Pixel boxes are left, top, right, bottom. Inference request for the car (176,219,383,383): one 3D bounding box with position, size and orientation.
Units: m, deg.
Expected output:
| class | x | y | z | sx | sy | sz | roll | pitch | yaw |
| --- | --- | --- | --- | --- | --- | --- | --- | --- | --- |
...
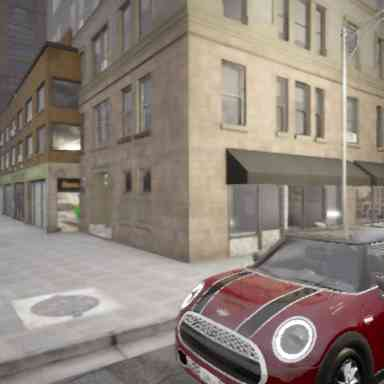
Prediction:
| class | x | y | z | sx | sy | sz | roll | pitch | yaw |
| --- | --- | --- | --- | --- | --- | --- | --- | --- | --- |
| car | 1.997 | 1.344 | 4.791 | 4.553 | 1.767 | 2.097 | 0 | 0 | -36 |
